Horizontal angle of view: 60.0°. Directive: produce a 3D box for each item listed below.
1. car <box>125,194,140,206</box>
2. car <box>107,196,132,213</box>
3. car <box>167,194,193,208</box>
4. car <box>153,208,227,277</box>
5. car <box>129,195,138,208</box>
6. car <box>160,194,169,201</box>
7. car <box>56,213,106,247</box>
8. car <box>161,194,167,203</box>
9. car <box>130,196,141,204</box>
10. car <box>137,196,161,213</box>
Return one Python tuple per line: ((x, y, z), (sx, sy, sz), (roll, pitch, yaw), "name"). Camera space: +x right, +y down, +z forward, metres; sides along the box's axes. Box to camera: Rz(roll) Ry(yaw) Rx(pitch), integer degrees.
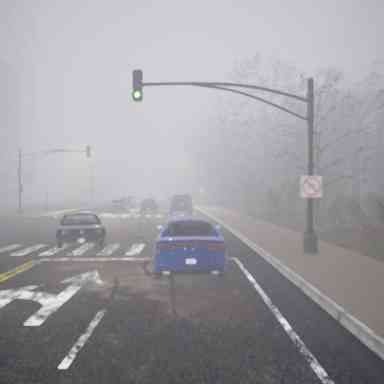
((-9.716, 1.314, 54.445), (2.097, 1.767, 4.553), (0, 0, -6), "car")
((-8.123, 1.509, 36.955), (1.812, 1.442, 4.674), (0, 0, -4), "car")
((-1.138, 1.204, 33.309), (2.150, 2.045, 5.566), (0, 0, -4), "car")
((-0.085, 1.475, 10.264), (1.882, 1.535, 5.008), (0, 0, -1), "car")
((-8.884, 1.326, 45.887), (2.097, 1.767, 4.553), (0, 0, -5), "car")
((-6.536, 1.231, 79.148), (1.882, 1.535, 5.008), (0, 0, -9), "car")
((-5.101, 1.598, 15.098), (1.895, 1.301, 4.718), (0, 0, -21), "car")
((-5.016, 1.411, 69.136), (1.882, 1.535, 5.008), (0, 0, -9), "car")
((-10.906, 1.512, 64.271), (1.994, 1.385, 4.181), (0, 0, -7), "car")
((-4.659, 1.486, 36.752), (1.837, 1.490, 4.892), (0, 0, -4), "car")
